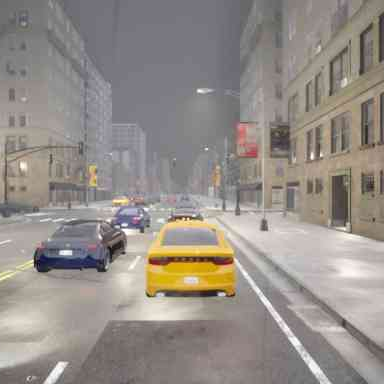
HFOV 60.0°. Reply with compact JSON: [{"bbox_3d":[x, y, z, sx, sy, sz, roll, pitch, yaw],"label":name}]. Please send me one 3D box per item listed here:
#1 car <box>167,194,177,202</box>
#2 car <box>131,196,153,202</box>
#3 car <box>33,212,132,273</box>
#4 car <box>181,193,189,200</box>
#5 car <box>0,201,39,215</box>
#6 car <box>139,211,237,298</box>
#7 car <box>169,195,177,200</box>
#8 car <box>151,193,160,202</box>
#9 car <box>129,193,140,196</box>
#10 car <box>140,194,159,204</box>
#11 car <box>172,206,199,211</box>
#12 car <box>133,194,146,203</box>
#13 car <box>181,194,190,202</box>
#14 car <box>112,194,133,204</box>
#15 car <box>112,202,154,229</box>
[{"bbox_3d":[-4.915,1.382,80.575,2.097,1.767,4.553,0,0,-1],"label":"car"},{"bbox_3d":[-7.638,1.624,51.110,1.895,1.301,4.718,0,0,-1],"label":"car"},{"bbox_3d":[-3.354,1.567,10.740,1.994,1.385,4.181,0,0,-1],"label":"car"},{"bbox_3d":[-1.876,1.254,90.645,2.097,1.767,4.553,0,0,-1],"label":"car"},{"bbox_3d":[-17.783,1.560,33.638,4.181,1.385,1.994,0,0,-4],"label":"car"},{"bbox_3d":[-0.053,1.480,8.602,1.882,1.535,5.008,0,0,-1],"label":"car"},{"bbox_3d":[-5.126,1.439,90.606,2.033,1.411,5.357,0,0,-1],"label":"car"},{"bbox_3d":[-7.969,1.254,71.227,2.150,2.045,5.566,0,0,-1],"label":"car"},{"bbox_3d":[-11.066,1.249,61.083,2.150,2.045,5.566,0,0,-1],"label":"car"},{"bbox_3d":[-7.807,1.574,60.753,2.033,1.411,5.357,0,0,-1],"label":"car"},{"bbox_3d":[-0.352,1.510,18.083,1.837,1.490,4.892,0,0,-1],"label":"car"},{"bbox_3d":[-11.217,1.384,71.072,2.097,1.767,4.553,0,0,-1],"label":"car"},{"bbox_3d":[-1.665,1.382,80.644,2.097,1.767,4.553,0,0,-1],"label":"car"},{"bbox_3d":[-10.892,1.501,51.148,1.882,1.535,5.008,0,0,-1],"label":"car"},{"bbox_3d":[-3.532,1.532,19.482,1.812,1.442,4.674,0,0,-1],"label":"car"}]
